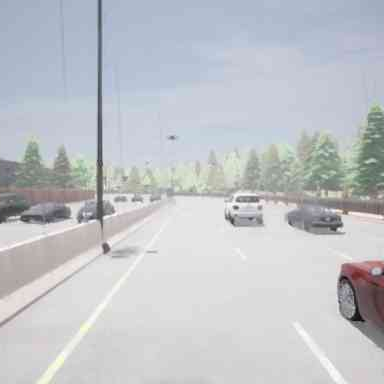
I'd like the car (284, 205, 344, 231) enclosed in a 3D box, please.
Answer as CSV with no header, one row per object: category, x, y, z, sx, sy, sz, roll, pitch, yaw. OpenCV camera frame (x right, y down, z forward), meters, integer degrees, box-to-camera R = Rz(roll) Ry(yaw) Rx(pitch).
car,7.097,1.476,19.883,2.033,1.411,5.357,0,0,0

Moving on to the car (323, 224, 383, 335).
car,3.591,1.462,4.130,1.882,1.535,5.008,0,0,0

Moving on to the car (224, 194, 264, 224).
car,3.601,1.136,23.772,2.150,2.045,5.566,0,0,0
